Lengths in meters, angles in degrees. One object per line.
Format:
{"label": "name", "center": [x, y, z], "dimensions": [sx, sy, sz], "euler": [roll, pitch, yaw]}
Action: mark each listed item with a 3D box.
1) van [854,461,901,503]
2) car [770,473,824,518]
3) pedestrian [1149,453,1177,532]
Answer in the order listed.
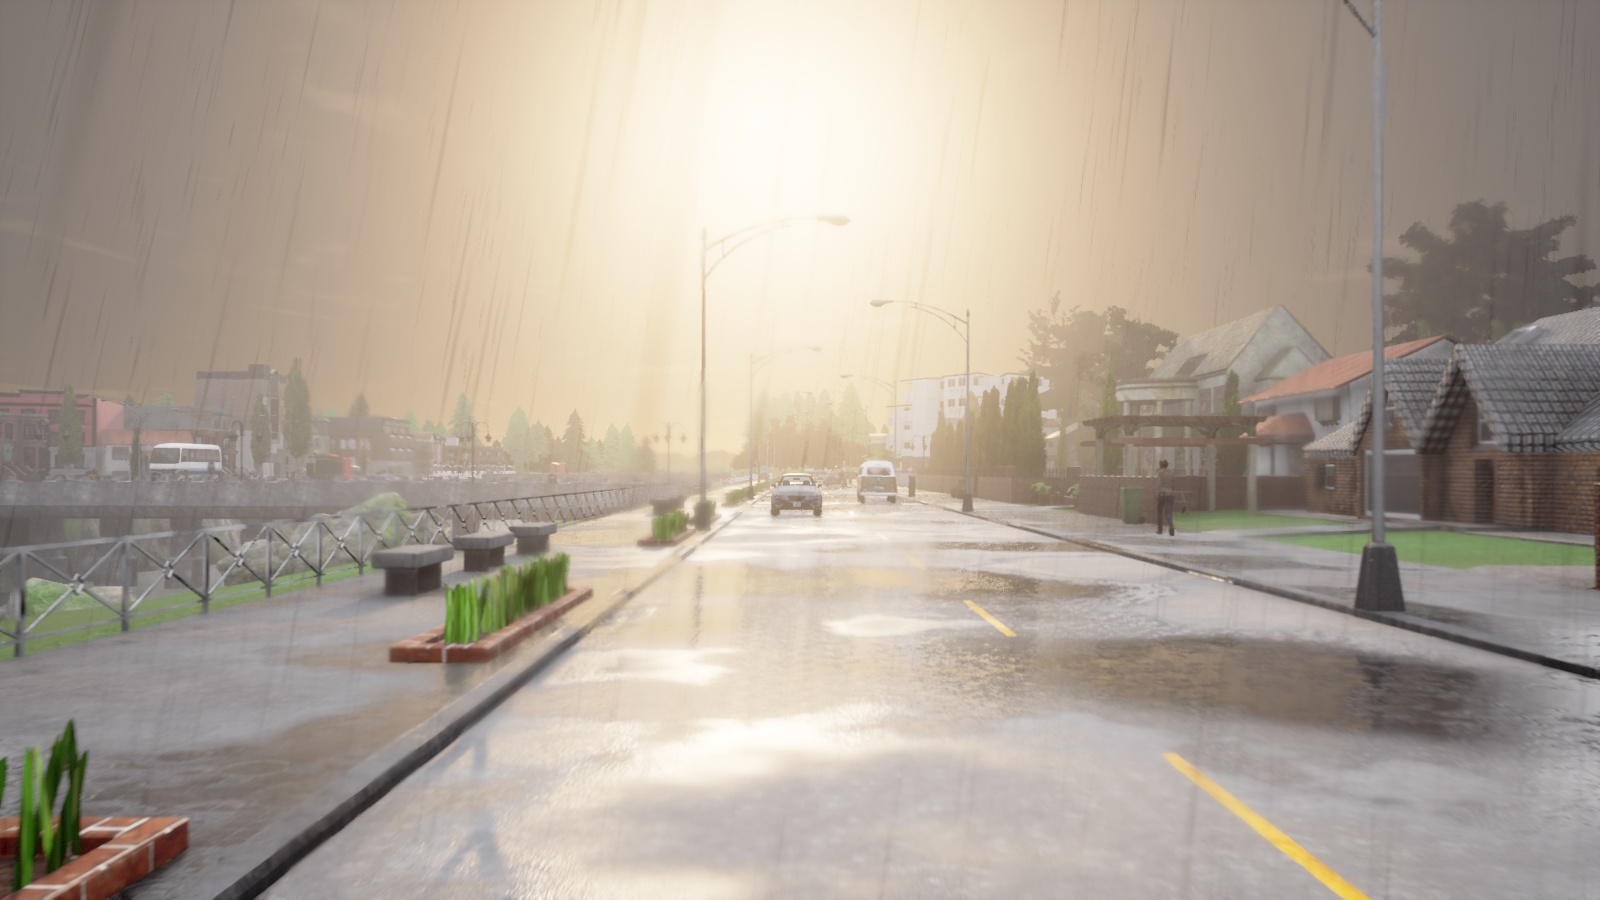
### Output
{"label": "van", "center": [3.851, 1.582, 63.254], "dimensions": [2.069, 2.038, 4.480], "euler": [0, -1, 0]}
{"label": "car", "center": [-0.104, 1.568, 44.177], "dimensions": [1.816, 1.474, 4.193], "euler": [0, -1, 0]}
{"label": "pedestrian", "center": [8.455, 0.981, 29.279], "dimensions": [0.328, 1.805, 0.869], "euler": [0, -1, -4]}
